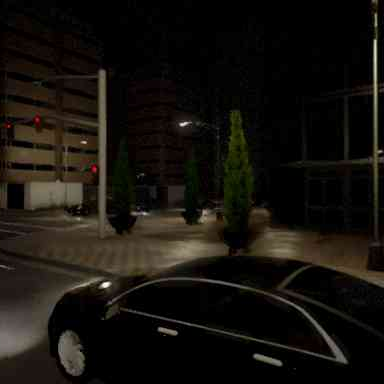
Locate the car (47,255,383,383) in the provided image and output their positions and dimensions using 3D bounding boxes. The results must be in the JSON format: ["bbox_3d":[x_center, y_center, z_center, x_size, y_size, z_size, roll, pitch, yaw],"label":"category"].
[{"bbox_3d":[0.311,1.507,3.771,4.892,1.490,1.837,0,0,36],"label":"car"}]

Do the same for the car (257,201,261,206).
[{"bbox_3d":[9.628,1.683,54.299,1.895,1.301,4.718,0,0,35],"label":"car"}]

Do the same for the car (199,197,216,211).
[{"bbox_3d":[1.189,1.683,42.324,1.895,1.301,4.718,0,0,35],"label":"car"}]

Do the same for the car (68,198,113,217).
[{"bbox_3d":[-9.962,1.439,32.933,2.097,1.767,4.553,0,0,35],"label":"car"}]

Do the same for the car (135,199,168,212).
[{"bbox_3d":[-4.837,1.612,40.182,1.812,1.442,4.674,0,0,35],"label":"car"}]
